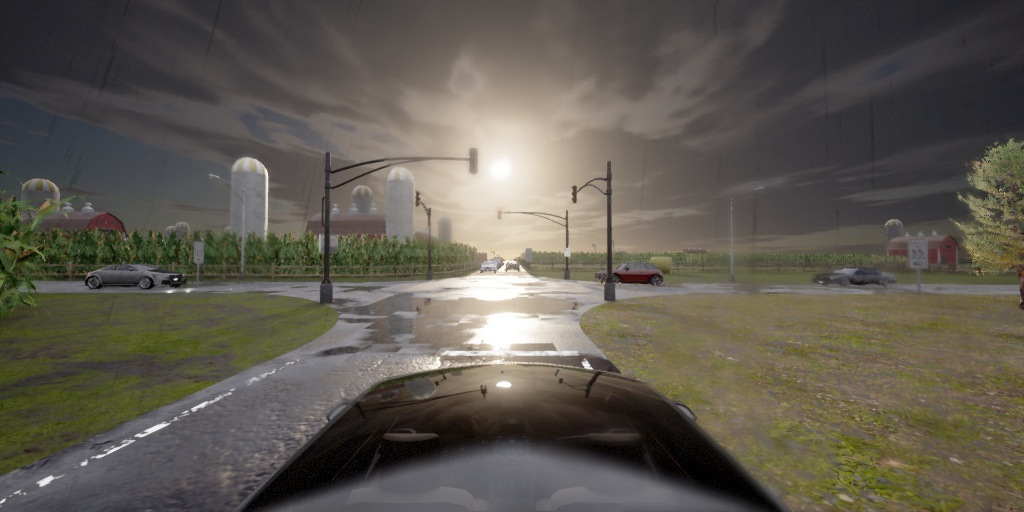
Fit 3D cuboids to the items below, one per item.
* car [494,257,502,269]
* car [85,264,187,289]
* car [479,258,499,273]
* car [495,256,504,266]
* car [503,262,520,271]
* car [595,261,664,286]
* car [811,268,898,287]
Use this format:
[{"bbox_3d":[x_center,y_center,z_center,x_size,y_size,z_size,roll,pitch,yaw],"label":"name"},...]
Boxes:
[{"bbox_3d":[-2.861,1.329,53.454,1.812,1.442,4.674,0,0,0],"label":"car"},{"bbox_3d":[-20.968,1.118,20.125,4.181,1.385,1.994,0,-1,-3],"label":"car"},{"bbox_3d":[-2.807,1.314,43.480,1.812,1.442,4.674,0,0,-1],"label":"car"},{"bbox_3d":[-2.874,1.298,62.671,1.882,1.535,5.008,0,0,0],"label":"car"},{"bbox_3d":[0.069,1.397,48.856,1.895,1.301,4.718,0,0,0],"label":"car"},{"bbox_3d":[8.309,1.205,25.661,4.553,1.767,2.097,1,-1,-4],"label":"car"},{"bbox_3d":[25.653,1.590,26.880,5.357,1.411,2.033,1,-1,-4],"label":"car"}]
